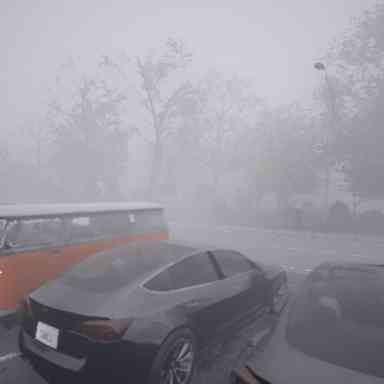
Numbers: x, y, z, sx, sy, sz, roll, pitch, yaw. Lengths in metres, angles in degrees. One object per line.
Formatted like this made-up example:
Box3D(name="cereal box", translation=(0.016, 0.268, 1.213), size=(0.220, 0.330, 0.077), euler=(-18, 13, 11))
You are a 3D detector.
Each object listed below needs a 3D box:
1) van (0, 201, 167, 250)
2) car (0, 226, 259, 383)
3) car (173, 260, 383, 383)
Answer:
Box3D(name="van", translation=(-2.448, 1.203, 6.748), size=(1.878, 1.987, 4.442), euler=(1, 0, 35))
Box3D(name="car", translation=(-0.105, 1.483, 5.256), size=(2.163, 1.488, 4.792), euler=(1, 0, 35))
Box3D(name="car", translation=(2.155, 1.507, 3.644), size=(2.163, 1.488, 4.792), euler=(1, 0, 35))
